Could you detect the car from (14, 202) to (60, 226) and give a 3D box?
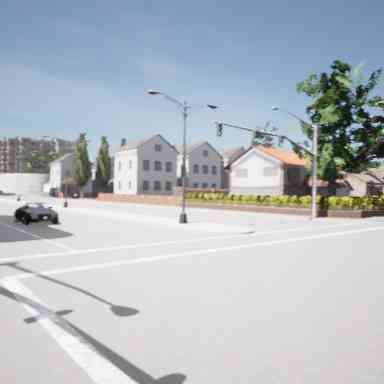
[{"bbox_3d":[-10.311,1.388,21.988,1.994,1.385,4.181,1,0,-40],"label":"car"}]
